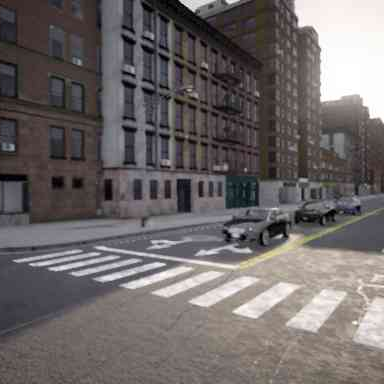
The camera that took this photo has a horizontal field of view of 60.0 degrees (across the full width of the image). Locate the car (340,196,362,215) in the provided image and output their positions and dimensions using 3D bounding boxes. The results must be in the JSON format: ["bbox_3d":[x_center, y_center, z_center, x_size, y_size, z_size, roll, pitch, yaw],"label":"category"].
[{"bbox_3d":[14.589,1.208,31.499,2.097,1.767,4.553,0,0,35],"label":"car"}]

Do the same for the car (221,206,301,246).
[{"bbox_3d":[3.094,1.453,15.310,2.128,1.511,4.902,0,0,34],"label":"car"}]

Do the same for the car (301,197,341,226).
[{"bbox_3d":[8.629,1.390,23.101,1.882,1.535,5.008,0,0,35],"label":"car"}]
